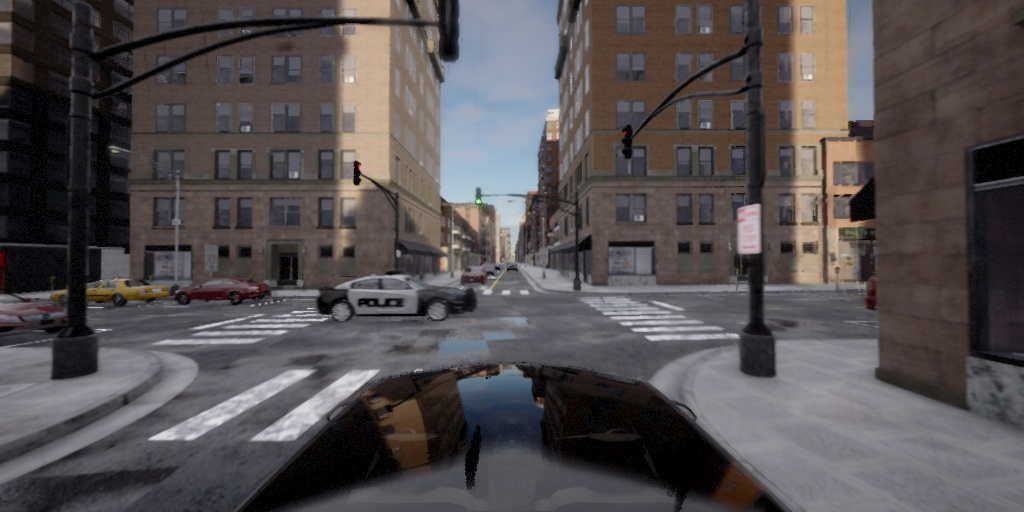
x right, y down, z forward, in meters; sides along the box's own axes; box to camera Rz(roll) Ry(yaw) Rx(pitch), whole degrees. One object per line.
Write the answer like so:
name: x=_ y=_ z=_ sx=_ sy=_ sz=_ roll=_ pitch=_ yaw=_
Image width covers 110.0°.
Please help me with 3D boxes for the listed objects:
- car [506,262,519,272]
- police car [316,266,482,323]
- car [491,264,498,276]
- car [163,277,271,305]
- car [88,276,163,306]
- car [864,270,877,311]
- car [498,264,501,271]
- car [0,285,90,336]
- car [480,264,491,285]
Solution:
car: x=0.050 y=1.904 z=59.472 sx=1.837 sy=1.490 sz=4.892 roll=0 pitch=-1 yaw=0
police car: x=-3.842 y=1.304 z=12.265 sx=5.238 sy=1.638 sz=1.930 roll=-1 pitch=-1 yaw=0
car: x=-3.052 y=1.745 z=45.196 sx=1.837 sy=1.490 sz=4.892 roll=0 pitch=1 yaw=0
car: x=-14.556 y=1.716 z=18.155 sx=4.207 sy=1.307 sz=1.802 roll=0 pitch=0 yaw=0
car: x=-20.289 y=1.727 z=18.179 sx=4.829 sy=1.417 sz=1.751 roll=0 pitch=0 yaw=0
car: x=12.431 y=0.979 z=9.516 sx=5.009 sy=1.841 sz=2.192 roll=0 pitch=0 yaw=0
car: x=-2.946 y=2.059 z=64.449 sx=1.895 sy=1.301 sz=4.718 roll=0 pitch=-1 yaw=0
car: x=-14.567 y=1.565 z=9.631 sx=4.207 sy=1.307 sz=1.802 roll=0 pitch=0 yaw=0
car: x=-3.070 y=1.557 z=29.720 sx=1.882 sy=1.535 sz=5.008 roll=0 pitch=0 yaw=0
